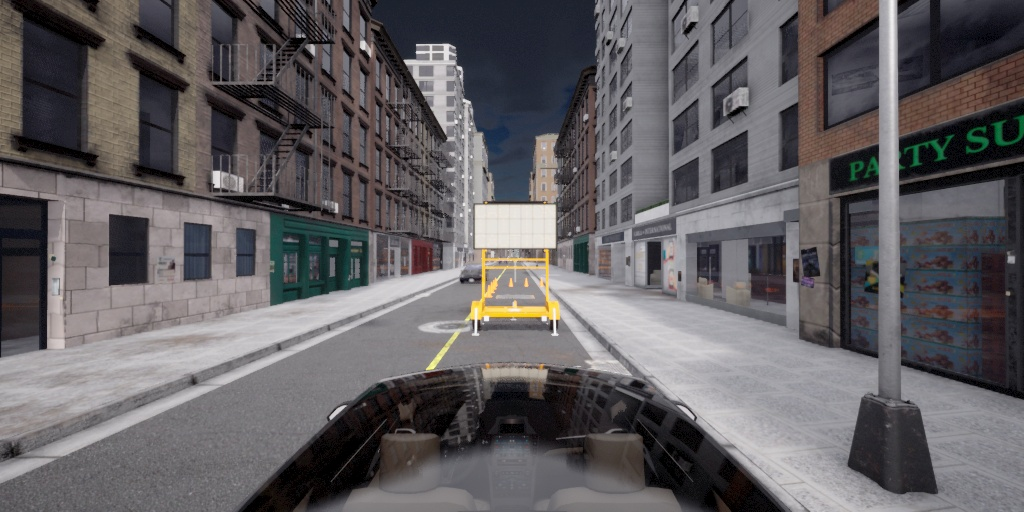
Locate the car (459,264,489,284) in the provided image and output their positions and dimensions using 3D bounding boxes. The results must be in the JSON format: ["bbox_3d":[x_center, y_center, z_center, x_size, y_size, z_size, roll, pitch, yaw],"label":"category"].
[{"bbox_3d":[-2.754,1.293,27.237,2.033,1.411,5.357,0,0,1],"label":"car"}]

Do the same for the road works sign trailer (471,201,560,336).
[{"bbox_3d":[0.098,0.214,10.428,2.380,3.560,2.880,0,0,1],"label":"road works sign trailer"}]
